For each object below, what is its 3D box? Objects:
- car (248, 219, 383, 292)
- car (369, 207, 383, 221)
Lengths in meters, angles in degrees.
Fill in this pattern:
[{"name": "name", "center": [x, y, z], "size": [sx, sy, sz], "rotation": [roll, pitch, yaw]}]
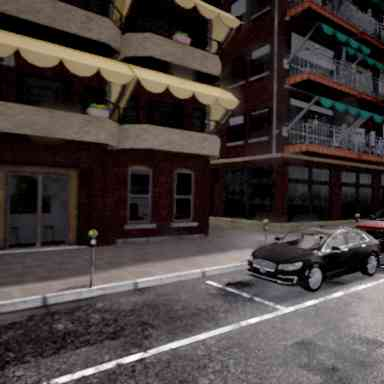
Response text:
[{"name": "car", "center": [3.427, 1.596, 8.986], "size": [4.403, 1.369, 2.008], "rotation": [0, 1, -35]}, {"name": "car", "center": [7.942, 1.391, 12.200], "size": [5.009, 1.841, 2.192], "rotation": [0, 1, -35]}]
